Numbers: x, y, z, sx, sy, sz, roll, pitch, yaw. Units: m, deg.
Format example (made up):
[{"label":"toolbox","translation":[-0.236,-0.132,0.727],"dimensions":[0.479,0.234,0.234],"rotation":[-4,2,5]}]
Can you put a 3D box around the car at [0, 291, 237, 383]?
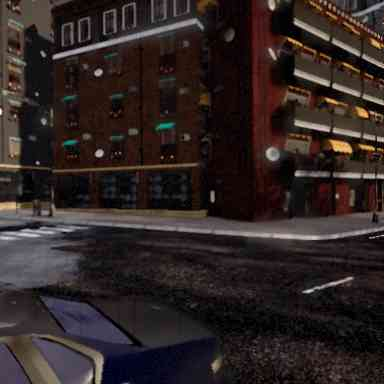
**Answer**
[{"label":"car","translation":[-2.167,1.551,2.152],"dimensions":[5.357,1.411,2.033],"rotation":[0,0,-36]}]
